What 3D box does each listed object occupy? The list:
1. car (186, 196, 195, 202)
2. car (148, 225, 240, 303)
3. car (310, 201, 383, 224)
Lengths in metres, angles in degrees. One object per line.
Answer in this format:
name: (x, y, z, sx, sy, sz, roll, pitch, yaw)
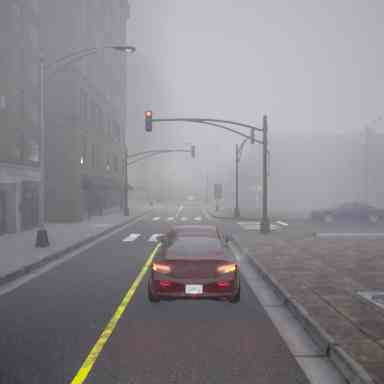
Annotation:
car: (-0.247, 1.567, 76.077, 1.812, 1.442, 4.674, 0, 0, 0)
car: (0.063, 1.526, 8.101, 1.812, 1.442, 4.674, 0, 0, 1)
car: (11.047, 1.432, 23.827, 5.008, 1.535, 1.882, 0, 0, 0)
